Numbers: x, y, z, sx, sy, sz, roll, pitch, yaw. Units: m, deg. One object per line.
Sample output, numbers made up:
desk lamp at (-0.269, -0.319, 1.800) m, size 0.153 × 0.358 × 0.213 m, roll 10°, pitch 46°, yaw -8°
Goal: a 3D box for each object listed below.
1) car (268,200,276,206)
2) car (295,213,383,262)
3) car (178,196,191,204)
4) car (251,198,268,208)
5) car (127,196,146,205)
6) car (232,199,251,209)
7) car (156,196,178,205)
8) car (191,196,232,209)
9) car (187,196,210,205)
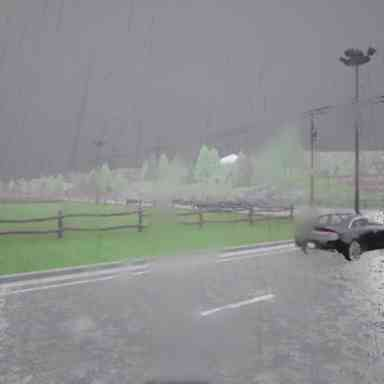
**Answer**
car at (10.666, 1.614, 50.854) m, size 2.128 × 1.511 × 4.902 m, roll 0°, pitch 0°, yaw -36°
car at (5.840, 1.530, 12.274) m, size 4.902 × 1.511 × 2.128 m, roll 0°, pitch 0°, yaw -36°
car at (-1.678, 1.464, 61.871) m, size 2.097 × 1.767 × 4.553 m, roll 0°, pitch 0°, yaw -36°
car at (8.036, 1.659, 48.509) m, size 2.033 × 1.411 × 5.357 m, roll 0°, pitch 0°, yaw -36°
car at (-10.429, 1.567, 62.035) m, size 1.882 × 1.535 × 5.008 m, roll 0°, pitch 0°, yaw -36°
car at (5.471, 1.701, 46.080) m, size 1.895 × 1.301 × 4.718 m, roll 0°, pitch 0°, yaw -36°
car at (-5.156, 1.606, 60.703) m, size 1.837 × 1.490 × 4.892 m, roll 0°, pitch 0°, yaw -36°
car at (2.478, 1.580, 44.245) m, size 2.128 × 1.511 × 4.902 m, roll 0°, pitch 0°, yaw -36°
car at (1.170, 1.627, 63.934) m, size 1.837 × 1.490 × 4.892 m, roll 0°, pitch 0°, yaw -36°
